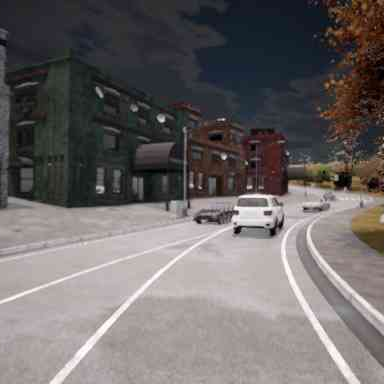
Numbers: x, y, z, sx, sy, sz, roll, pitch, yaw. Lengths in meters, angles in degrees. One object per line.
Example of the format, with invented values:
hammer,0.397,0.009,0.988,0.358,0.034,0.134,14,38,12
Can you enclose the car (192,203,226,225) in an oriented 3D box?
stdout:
car,1.933,1.475,23.813,2.033,1.411,5.357,0,0,27

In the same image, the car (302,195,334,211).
car,13.361,1.329,35.528,1.895,1.301,4.718,-1,1,35

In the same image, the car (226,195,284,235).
car,3.843,1.166,18.720,2.150,2.045,5.566,0,0,21

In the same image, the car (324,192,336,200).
car,23.731,0.785,57.527,1.837,1.490,4.892,0,1,31
